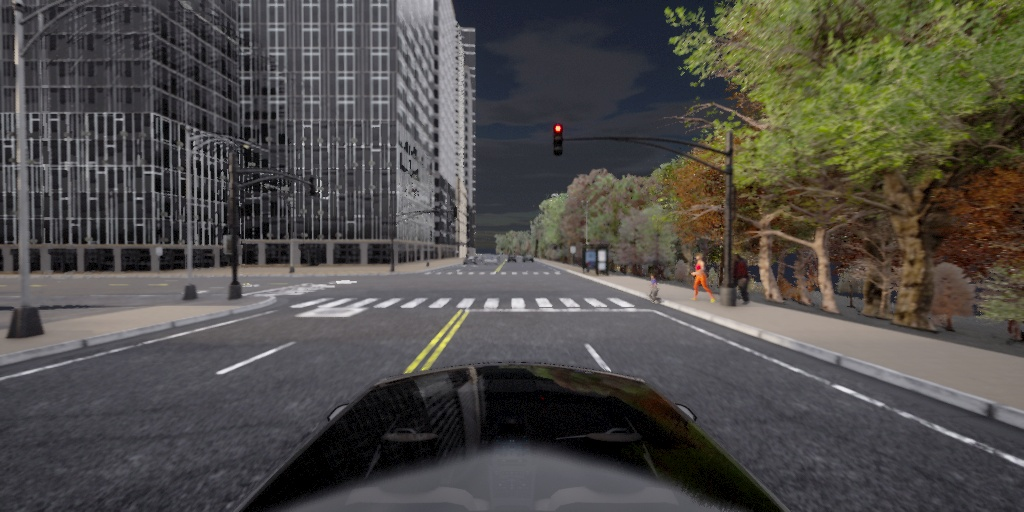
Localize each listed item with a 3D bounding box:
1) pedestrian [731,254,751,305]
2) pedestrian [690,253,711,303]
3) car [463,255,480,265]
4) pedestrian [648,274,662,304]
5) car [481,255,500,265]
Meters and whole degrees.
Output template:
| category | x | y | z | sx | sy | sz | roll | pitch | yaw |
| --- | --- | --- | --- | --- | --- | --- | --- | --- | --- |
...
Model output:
| category | x | y | z | sx | sy | sz | roll | pitch | yaw |
| --- | --- | --- | --- | --- | --- | --- | --- | --- | --- |
| pedestrian | 7.974 | 0.780 | 12.580 | 0.375 | 1.860 | 0.375 | 0 | 1 | 0 |
| pedestrian | 7.001 | 0.772 | 13.316 | 0.375 | 1.860 | 0.375 | 0 | 1 | 0 |
| car | -6.537 | 0.715 | 56.551 | 1.812 | 1.442 | 4.674 | 0 | 1 | 1 |
| pedestrian | 5.511 | 1.200 | 13.788 | 0.375 | 1.300 | 0.375 | 0 | 1 | 0 |
| car | -3.283 | 0.791 | 56.467 | 1.895 | 1.301 | 4.718 | 0 | 1 | 1 |
